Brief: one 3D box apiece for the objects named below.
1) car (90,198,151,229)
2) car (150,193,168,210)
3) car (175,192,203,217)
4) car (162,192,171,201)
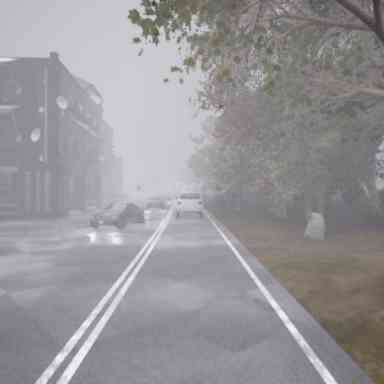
[{"bbox_3d":[-4.384,1.362,20.394,1.812,1.442,4.674,0,1,15],"label":"car"},{"bbox_3d":[-3.882,1.138,36.295,1.837,1.490,4.892,0,0,-2],"label":"car"},{"bbox_3d":[-0.242,0.970,28.224,2.150,2.045,5.566,0,1,-2],"label":"car"},{"bbox_3d":[-4.491,0.744,56.496,1.812,1.442,4.674,0,1,-2],"label":"car"}]
